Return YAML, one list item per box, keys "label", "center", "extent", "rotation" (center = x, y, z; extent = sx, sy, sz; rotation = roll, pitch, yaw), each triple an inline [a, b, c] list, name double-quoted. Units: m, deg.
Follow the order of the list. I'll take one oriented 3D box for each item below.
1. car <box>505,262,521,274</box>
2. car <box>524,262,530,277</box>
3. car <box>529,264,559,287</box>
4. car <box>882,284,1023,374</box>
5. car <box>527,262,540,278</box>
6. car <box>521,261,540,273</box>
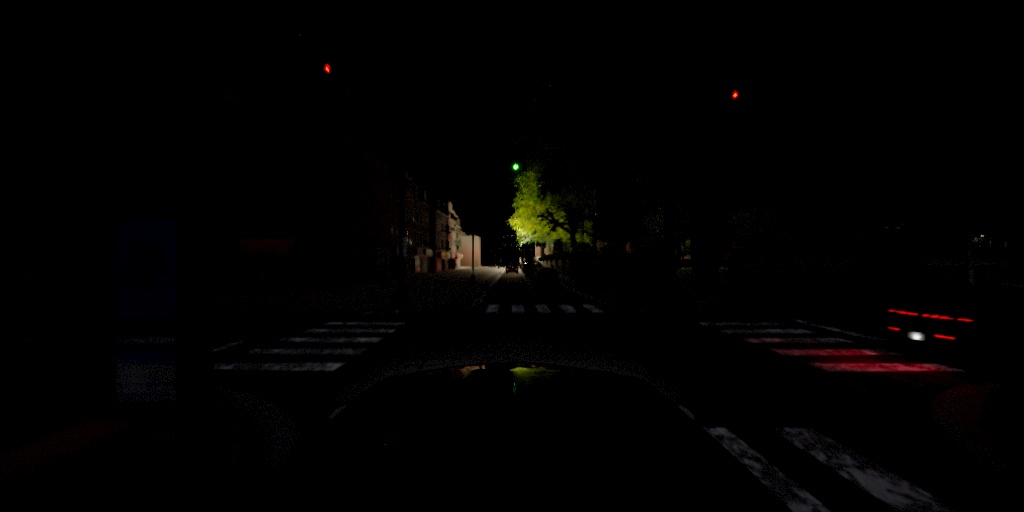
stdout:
- label: "car"
  center: [0.026, 1.934, 52.191]
  extent: [1.895, 1.301, 4.718]
  rotation: [0, -1, 0]
- label: "car"
  center: [2.621, 1.695, 38.512]
  extent: [2.007, 1.370, 4.403]
  rotation: [0, 0, 0]
- label: "car"
  center: [2.626, 1.563, 27.613]
  extent: [2.007, 1.370, 4.403]
  rotation: [0, 0, 0]
- label: "car"
  center: [10.376, 1.328, 7.195]
  extent: [4.892, 1.490, 1.837]
  rotation: [0, -1, -3]
- label: "car"
  center: [2.623, 1.602, 33.231]
  extent: [1.751, 1.417, 4.829]
  rotation: [0, 0, 0]
- label: "car"
  center: [2.618, 1.530, 43.960]
  extent: [2.192, 1.841, 5.009]
  rotation: [0, 0, 0]
